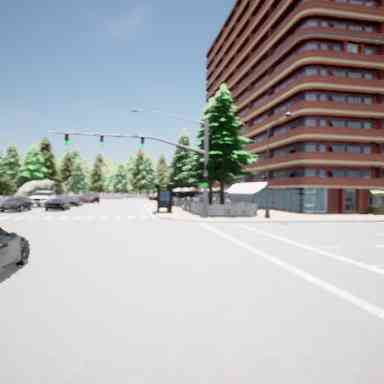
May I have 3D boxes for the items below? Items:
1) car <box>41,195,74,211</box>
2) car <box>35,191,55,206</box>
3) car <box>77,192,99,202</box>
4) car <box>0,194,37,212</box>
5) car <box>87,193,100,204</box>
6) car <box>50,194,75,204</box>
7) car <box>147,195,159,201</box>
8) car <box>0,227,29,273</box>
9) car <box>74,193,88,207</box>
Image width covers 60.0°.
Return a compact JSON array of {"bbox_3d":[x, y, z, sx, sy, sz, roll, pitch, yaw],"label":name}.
[{"bbox_3d":[-14.244,1.316,35.491,1.895,1.301,4.718,1,0,-10],"label":"car"},{"bbox_3d":[-19.047,0.858,42.661,2.150,2.045,5.566,1,0,-10],"label":"car"},{"bbox_3d":[-19.521,0.917,62.566,2.097,1.767,4.553,1,0,9],"label":"car"},{"bbox_3d":[-17.361,1.192,33.054,1.837,1.490,4.892,1,0,-10],"label":"car"},{"bbox_3d":[-16.821,0.972,55.173,2.097,1.767,4.553,1,0,2],"label":"car"},{"bbox_3d":[-20.307,1.137,52.532,2.033,1.411,5.357,1,0,-2],"label":"car"},{"bbox_3d":[-7.721,1.257,74.166,1.895,1.301,4.718,1,0,34],"label":"car"},{"bbox_3d":[-5.539,1.456,8.176,1.812,1.442,4.674,1,0,-10],"label":"car"},{"bbox_3d":[-15.867,1.212,44.994,2.033,1.411,5.357,1,0,-9],"label":"car"}]
